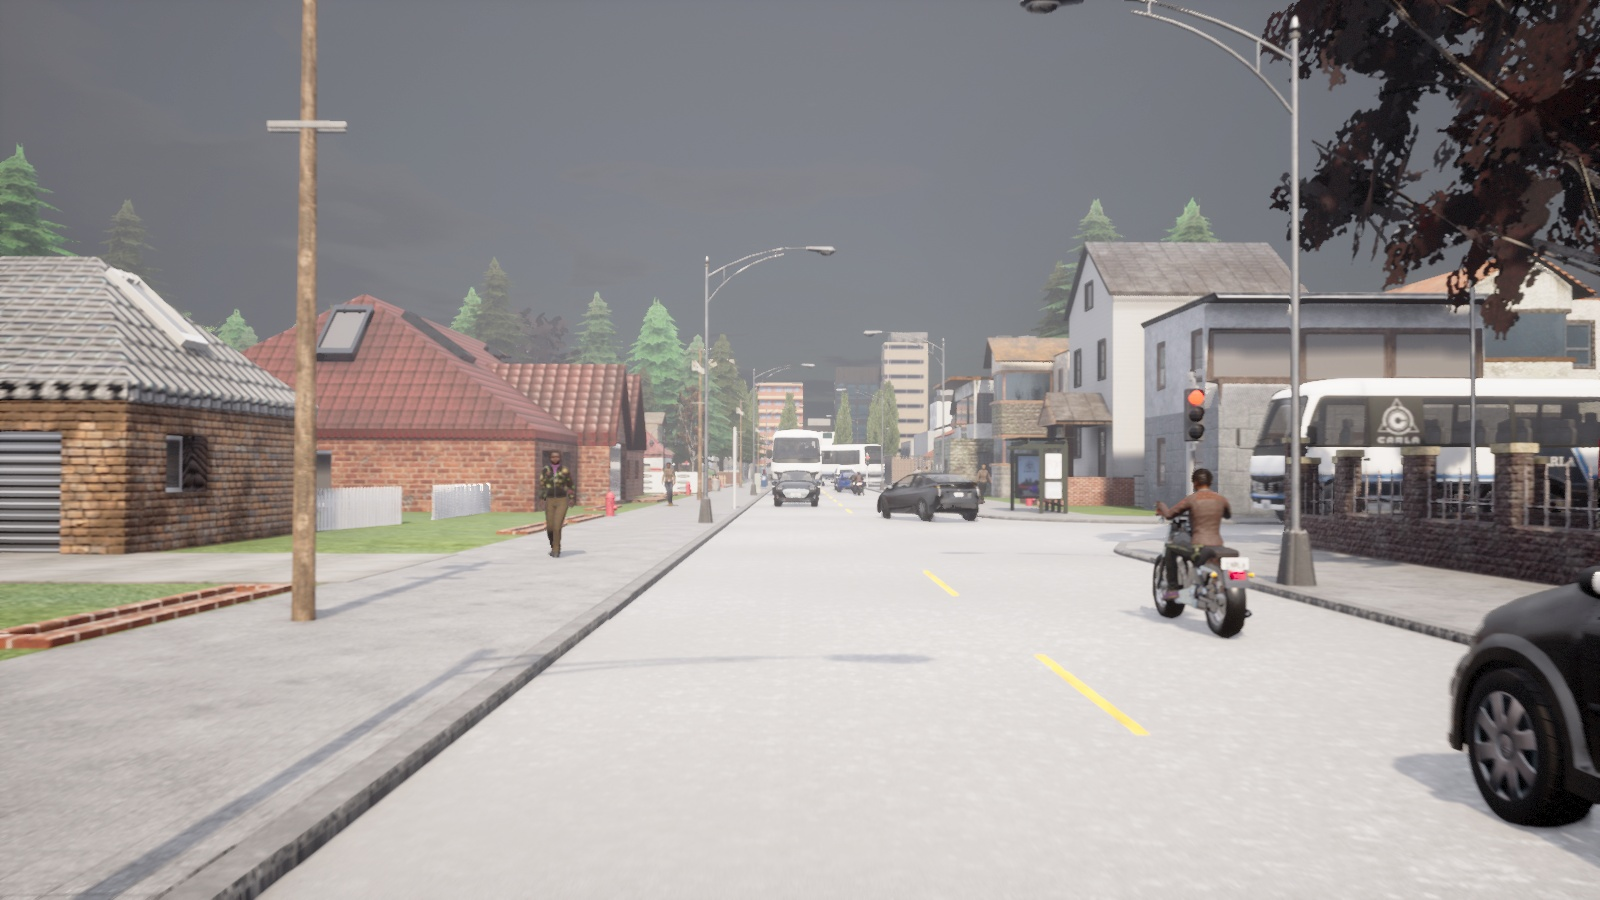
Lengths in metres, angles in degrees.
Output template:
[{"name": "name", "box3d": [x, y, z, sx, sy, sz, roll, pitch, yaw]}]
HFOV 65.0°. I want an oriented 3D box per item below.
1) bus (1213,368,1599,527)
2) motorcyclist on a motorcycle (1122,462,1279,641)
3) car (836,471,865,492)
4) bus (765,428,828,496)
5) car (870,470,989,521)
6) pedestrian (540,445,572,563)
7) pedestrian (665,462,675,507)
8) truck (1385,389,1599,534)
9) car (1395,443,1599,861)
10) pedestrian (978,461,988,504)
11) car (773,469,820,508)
[{"name": "bus", "box3d": [17.600, -0.033, 35.818, 10.273, 4.253, 3.944, 0, -1, 0]}, {"name": "motorcyclist on a motorcycle", "box3d": [4.011, 0.963, 12.803, 0.766, 1.649, 2.350, 0, -1, -2]}, {"name": "car", "box3d": [3.754, 2.344, 93.622, 1.882, 1.535, 5.008, 0, -1, 0]}, {"name": "bus", "box3d": [-0.227, 0.839, 83.657, 3.944, 4.253, 10.273, 0, -1, 0]}, {"name": "car", "box3d": [4.120, 1.427, 40.769, 2.007, 1.525, 4.514, 0, -1, -20]}, {"name": "pedestrian", "box3d": [-4.048, 0.886, 20.858, 0.395, 1.930, 0.692, 0, -1, -1]}, {"name": "pedestrian", "box3d": [-5.261, 1.397, 50.881, 0.328, 1.805, 0.869, 0, -1, 0]}, {"name": "truck", "box3d": [19.346, 0.284, 31.617, 7.936, 3.462, 2.891, 0, -1, -4]}, {"name": "car", "box3d": [4.029, 0.771, 4.454, 1.851, 1.617, 3.988, 0, -1, -1]}, {"name": "pedestrian", "box3d": [7.983, 1.408, 54.741, 0.331, 1.846, 0.634, 0, -1, -2]}, {"name": "car", "box3d": [-0.138, 1.691, 56.554, 2.033, 1.649, 4.856, 0, -1, 1]}]
